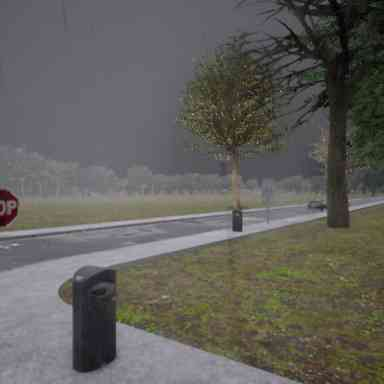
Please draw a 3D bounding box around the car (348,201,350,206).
[{"bbox_3d":[23.349,1.581,51.988,1.812,1.442,4.674,0,0,35],"label":"car"}]

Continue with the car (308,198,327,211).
[{"bbox_3d":[16.036,1.544,41.798,2.128,1.511,4.902,0,0,36],"label":"car"}]
